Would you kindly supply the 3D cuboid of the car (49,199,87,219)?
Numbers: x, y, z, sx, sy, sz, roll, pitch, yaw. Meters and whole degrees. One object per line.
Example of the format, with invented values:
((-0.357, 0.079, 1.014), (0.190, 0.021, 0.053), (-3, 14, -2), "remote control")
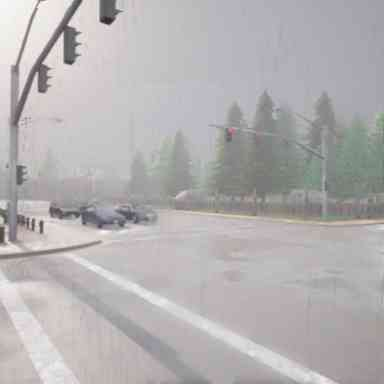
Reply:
((-11.990, 1.706, 31.291), (2.033, 1.411, 5.357), (1, 0, -36), "car")

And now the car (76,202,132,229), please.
((-6.349, 1.683, 23.535), (1.812, 1.442, 4.674), (1, -1, -37), "car")

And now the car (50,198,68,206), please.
((-24.145, 1.846, 60.344), (1.895, 1.301, 4.718), (1, 0, -36), "car")

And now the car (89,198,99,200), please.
((-16.607, 1.811, 55.924), (1.812, 1.442, 4.674), (1, 0, -36), "car")

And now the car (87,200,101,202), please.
((-9.931, 1.800, 34.416), (1.895, 1.301, 4.718), (1, 0, -36), "car")

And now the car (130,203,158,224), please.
((-4.518, 1.690, 26.943), (2.128, 1.511, 4.902), (1, 0, -36), "car")

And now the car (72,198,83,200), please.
((-15.962, 1.801, 42.759), (1.895, 1.301, 4.718), (1, 0, -36), "car")
